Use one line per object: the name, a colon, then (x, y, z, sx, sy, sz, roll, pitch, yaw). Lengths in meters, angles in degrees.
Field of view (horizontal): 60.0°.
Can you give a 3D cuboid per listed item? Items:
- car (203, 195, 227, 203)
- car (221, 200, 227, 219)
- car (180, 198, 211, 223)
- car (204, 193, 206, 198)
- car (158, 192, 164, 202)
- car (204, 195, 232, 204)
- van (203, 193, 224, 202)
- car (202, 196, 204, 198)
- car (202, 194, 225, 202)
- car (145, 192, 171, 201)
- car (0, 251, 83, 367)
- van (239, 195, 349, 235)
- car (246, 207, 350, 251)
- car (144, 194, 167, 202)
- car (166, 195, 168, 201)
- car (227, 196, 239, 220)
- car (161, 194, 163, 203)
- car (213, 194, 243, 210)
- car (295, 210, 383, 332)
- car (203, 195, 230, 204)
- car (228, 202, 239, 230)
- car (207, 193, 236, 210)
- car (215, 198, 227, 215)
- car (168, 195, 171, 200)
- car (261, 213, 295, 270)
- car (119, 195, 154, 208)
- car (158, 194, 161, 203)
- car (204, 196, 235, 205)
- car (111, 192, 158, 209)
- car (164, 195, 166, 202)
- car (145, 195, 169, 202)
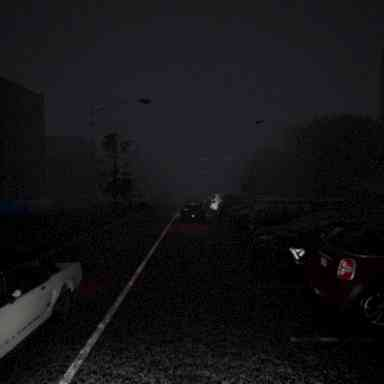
car: (4.629, 1.383, 67.751, 4.892, 1.521, 2.231, 0, 0, 0)
car: (4.638, 1.487, 23.056, 4.674, 1.452, 2.002, 0, 0, 0)
car: (0.089, 1.452, 25.413, 2.128, 1.511, 4.902, 0, 0, 0)
car: (4.600, 1.151, 53.785, 5.566, 2.045, 2.435, 0, 0, 0)
car: (-7.735, 1.269, 58.347, 4.553, 1.767, 2.185, 0, 0, 0)
car: (4.632, 1.395, 59.373, 4.892, 1.521, 2.231, 0, 0, 0)
van: (4.505, 1.146, 70.544, 4.442, 1.987, 1.878, 0, 1, 0)
car: (0.083, 1.485, 42.991, 2.033, 1.411, 5.357, 0, 0, 0)
car: (4.614, 1.342, 73.354, 4.892, 1.521, 2.231, 0, 1, 0)
car: (-7.682, 1.043, 75.875, 5.566, 2.045, 2.435, 0, 1, 0)
car: (-3.101, 1.594, 4.401, 1.895, 1.301, 4.718, 0, 0, 0)
van: (4.527, 1.233, 14.674, 4.442, 1.987, 1.878, 0, 0, 0)
car: (4.651, 1.464, 11.881, 4.892, 1.521, 2.231, 0, 0, 0)
car: (-7.677, 1.247, 70.104, 4.553, 1.767, 2.185, 0, 0, 0)
car: (-7.891, 1.383, 64.223, 5.366, 1.575, 1.946, 0, 0, 0)
car: (4.672, 1.325, 20.263, 4.553, 1.767, 2.185, 0, 0, 0)
car: (-7.731, 1.428, 55.409, 4.792, 1.488, 2.163, 0, 0, 0)
car: (4.606, 1.309, 31.436, 4.553, 1.767, 2.185, 0, 0, 0)
car: (4.615, 1.345, 6.295, 4.553, 1.767, 2.185, 0, 0, 0)
car: (4.619, 1.391, 62.291, 4.892, 1.521, 2.231, 0, 0, 0)
car: (4.638, 1.454, 17.593, 5.008, 1.535, 2.097, 0, 0, 0)
car: (4.664, 1.179, 34.231, 5.566, 2.045, 2.435, 0, 0, 0)
car: (4.666, 1.468, 28.645, 4.792, 1.488, 2.163, 0, 0, 0)
car: (-7.522, 1.379, 67.163, 5.366, 1.575, 1.946, 0, 0, 0)
car: (4.640, 1.468, 9.087, 4.892, 1.521, 2.231, 0, 0, 0)
car: (-7.667, 1.286, 46.469, 4.553, 1.767, 2.185, 0, 0, 0)
car: (-7.698, 1.443, 52.470, 4.674, 1.452, 2.002, 0, 0, 0)
car: (4.621, 1.398, 56.580, 5.008, 1.535, 2.097, 0, 0, 0)
car: (-7.726, 1.164, 43.656, 5.566, 2.045, 2.435, 0, 0, 0)
car: (-7.711, 1.391, 61.160, 4.892, 1.521, 2.231, 0, 0, 0)
car: (-7.715, 1.346, 72.935, 5.008, 1.535, 2.097, 0, 1, 0)
